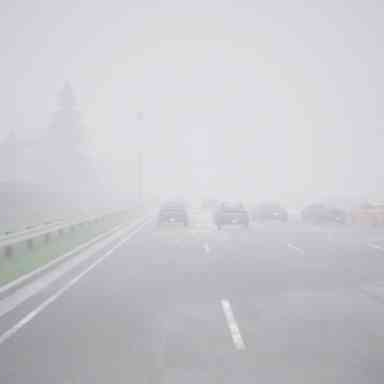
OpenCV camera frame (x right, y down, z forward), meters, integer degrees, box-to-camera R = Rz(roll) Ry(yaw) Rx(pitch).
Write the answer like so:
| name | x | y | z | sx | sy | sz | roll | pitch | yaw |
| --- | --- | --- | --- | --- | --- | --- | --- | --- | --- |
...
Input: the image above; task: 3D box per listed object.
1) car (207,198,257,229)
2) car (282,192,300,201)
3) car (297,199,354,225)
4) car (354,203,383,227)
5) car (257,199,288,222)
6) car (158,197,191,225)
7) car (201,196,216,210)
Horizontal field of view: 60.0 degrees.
| name | x | y | z | sx | sy | sz | roll | pitch | yaw |
| --- | --- | --- | --- | --- | --- | --- | --- | --- | --- |
| car | 2.331 | 1.382 | 20.782 | 2.128 | 1.511 | 4.902 | 1 | 1 | -1 |
| car | 20.964 | 1.015 | 70.504 | 3.866 | 1.878 | 1.905 | 1 | 0 | -1 |
| car | 9.287 | 1.489 | 23.658 | 1.812 | 1.442 | 4.674 | 1 | 0 | -1 |
| car | 12.798 | 1.491 | 23.199 | 1.882 | 1.535 | 5.008 | 1 | 0 | -1 |
| car | 5.768 | 1.470 | 25.120 | 1.994 | 1.385 | 4.181 | 1 | 0 | -1 |
| car | -1.189 | 1.339 | 22.218 | 1.837 | 1.490 | 4.892 | 1 | 1 | -1 |
| car | 2.082 | 1.256 | 38.628 | 2.128 | 1.511 | 4.902 | 1 | 0 | -1 |
